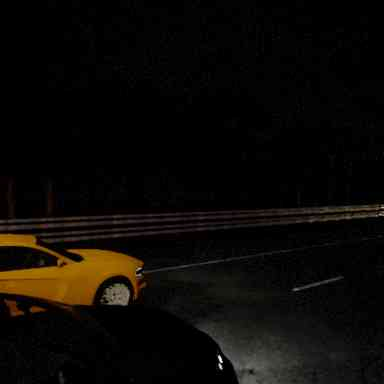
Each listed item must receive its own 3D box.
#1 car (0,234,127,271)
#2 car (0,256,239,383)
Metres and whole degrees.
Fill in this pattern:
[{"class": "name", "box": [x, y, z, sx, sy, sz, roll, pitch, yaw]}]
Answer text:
[{"class": "car", "box": [-3.216, 1.480, 5.751, 5.008, 1.535, 1.882, 0, 0, -36]}, {"class": "car", "box": [-1.613, 1.564, 2.595, 4.181, 1.385, 1.994, 0, 0, -36]}]
